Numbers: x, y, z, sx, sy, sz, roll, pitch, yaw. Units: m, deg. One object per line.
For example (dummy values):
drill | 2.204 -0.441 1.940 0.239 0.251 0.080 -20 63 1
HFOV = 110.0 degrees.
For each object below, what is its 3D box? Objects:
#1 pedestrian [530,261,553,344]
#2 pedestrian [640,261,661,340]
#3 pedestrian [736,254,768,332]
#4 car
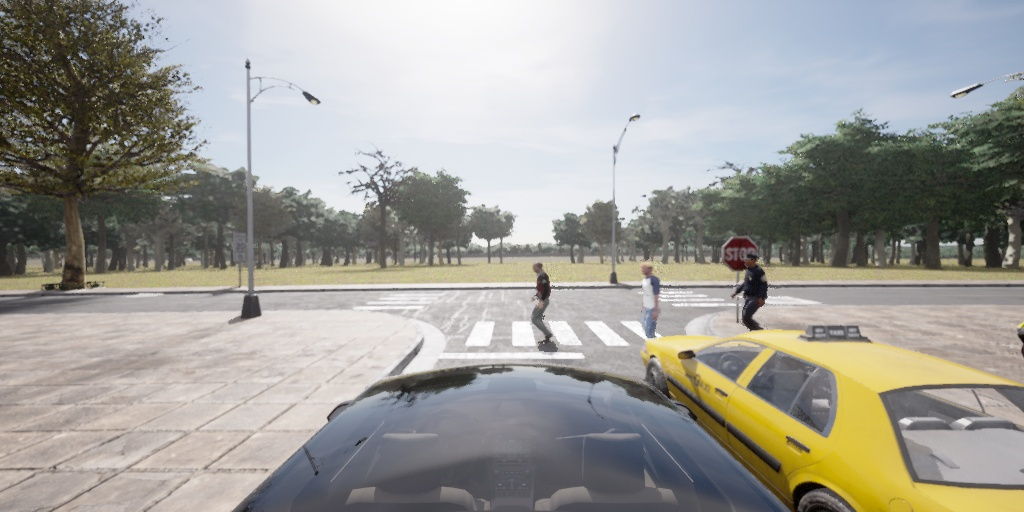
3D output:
pedestrian | 0.632 0.943 7.677 0.375 1.860 0.375 0 1 0
pedestrian | 2.520 0.963 6.478 0.375 1.860 0.375 0 1 0
pedestrian | 4.775 0.800 7.073 0.375 1.860 0.375 0 1 0
car | 2.637 1.252 3.231 1.751 1.417 4.829 0 0 0
